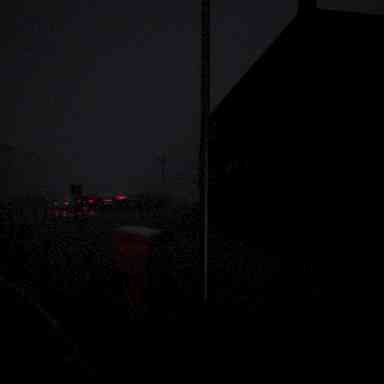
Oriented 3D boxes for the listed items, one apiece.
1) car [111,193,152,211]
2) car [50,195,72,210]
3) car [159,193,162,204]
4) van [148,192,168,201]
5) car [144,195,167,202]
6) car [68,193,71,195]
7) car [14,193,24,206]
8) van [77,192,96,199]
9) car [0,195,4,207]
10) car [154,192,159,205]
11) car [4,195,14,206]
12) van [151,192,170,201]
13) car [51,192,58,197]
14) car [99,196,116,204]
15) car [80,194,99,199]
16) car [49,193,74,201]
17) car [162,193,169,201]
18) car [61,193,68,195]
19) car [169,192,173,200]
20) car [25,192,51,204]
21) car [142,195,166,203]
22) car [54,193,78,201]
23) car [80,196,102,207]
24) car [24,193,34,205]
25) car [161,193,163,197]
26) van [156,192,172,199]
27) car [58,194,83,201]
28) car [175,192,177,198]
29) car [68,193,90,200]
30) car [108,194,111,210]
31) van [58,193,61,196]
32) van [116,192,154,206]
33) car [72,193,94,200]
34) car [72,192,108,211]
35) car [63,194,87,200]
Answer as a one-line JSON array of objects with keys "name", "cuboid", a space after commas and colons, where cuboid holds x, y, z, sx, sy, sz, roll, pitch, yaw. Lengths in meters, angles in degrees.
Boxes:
[{"name": "car", "cuboid": [-8.049, 1.406, 44.667, 4.553, 1.767, 2.185, 1, 0, 0]}, {"name": "car", "cuboid": [-15.752, 1.509, 42.017, 1.812, 1.442, 4.674, 1, 0, 1]}, {"name": "car", "cuboid": [-8.010, 1.477, 55.916, 5.008, 1.535, 2.097, 1, 0, 0]}, {"name": "van", "cuboid": [-7.967, 1.124, 78.024, 4.442, 1.987, 1.878, 1, 0, 0]}, {"name": "car", "cuboid": [-7.894, 1.417, 72.466, 4.674, 1.452, 2.002, 1, 0, 0]}, {"name": "car", "cuboid": [-28.121, 1.086, 68.775, 4.553, 1.767, 2.185, 1, 0, 0]}, {"name": "car", "cuboid": [-28.175, 1.192, 49.470, 4.553, 1.767, 2.185, 1, 0, 0]}, {"name": "van", "cuboid": [-27.853, 0.916, 88.197, 4.442, 1.987, 1.878, 1, 0, 0]}, {"name": "car", "cuboid": [-28.247, 1.336, 43.958, 5.008, 1.535, 2.097, 1, 0, 0]}, {"name": "car", "cuboid": [-7.992, 1.370, 53.011, 4.553, 1.767, 2.185, 1, 0, 0]}, {"name": "car", "cuboid": [-28.222, 1.367, 46.713, 4.674, 1.452, 2.002, 1, 0, 0]}, {"name": "van", "cuboid": [-7.715, 1.115, 80.800, 4.442, 1.987, 1.878, 1, 0, 0]}, {"name": "car", "cuboid": [-27.956, 1.257, 60.503, 5.366, 1.575, 1.946, 1, 0, 0]}, {"name": "car", "cuboid": [-15.675, 1.489, 61.719, 1.895, 1.301, 4.718, 1, 0, 0]}, {"name": "car", "cuboid": [-27.955, 1.175, 90.831, 4.674, 1.452, 2.002, 1, 0, 0]}, {"name": "car", "cuboid": [-28.104, 1.073, 71.532, 4.553, 1.767, 2.185, 1, 0, 0]}, {"name": "car", "cuboid": [-7.763, 1.423, 64.127, 5.366, 1.575, 1.946, 1, 0, 0]}, {"name": "car", "cuboid": [-28.113, 1.227, 66.019, 5.008, 1.535, 2.097, 1, 0, 0]}, {"name": "car", "cuboid": [-7.841, 1.113, 75.243, 5.566, 2.045, 2.435, 1, 0, 0]}, {"name": "car", "cuboid": [-28.184, 1.022, 57.745, 5.566, 2.045, 2.435, 1, 0, 0]}, {"name": "car", "cuboid": [-7.913, 1.432, 69.751, 4.674, 1.452, 2.002, 1, 0, 0]}, {"name": "car", "cuboid": [-28.025, 1.061, 74.290, 4.553, 1.767, 2.185, 1, 0, 0]}, {"name": "car", "cuboid": [-15.696, 1.456, 51.960, 1.837, 1.490, 4.892, 1, 0, 0]}, {"name": "car", "cuboid": [-28.197, 1.307, 52.233, 4.892, 1.521, 2.231, 1, 0, 0]}, {"name": "car", "cuboid": [-7.980, 1.461, 58.570, 4.892, 1.521, 2.231, 1, 0, 0]}, {"name": "van", "cuboid": [-7.853, 1.073, 94.697, 4.442, 1.987, 1.878, 1, 0, 0]}, {"name": "car", "cuboid": [-28.034, 1.176, 77.047, 4.892, 1.521, 2.231, 1, 0, 0]}, {"name": "car", "cuboid": [-7.784, 1.054, 91.919, 5.566, 2.045, 2.435, 1, 0, 0]}, {"name": "car", "cuboid": [-28.001, 1.157, 82.561, 4.892, 1.521, 2.231, 1, 0, 0]}, {"name": "car", "cuboid": [-12.697, 1.469, 52.235, 2.128, 1.511, 4.902, 1, 0, 1]}, {"name": "van", "cuboid": [-28.005, 1.017, 63.259, 4.442, 1.987, 1.878, 1, 0, 0]}, {"name": "van", "cuboid": [-8.176, 1.298, 47.576, 4.442, 1.987, 1.878, 1, 0, 0]}, {"name": "car", "cuboid": [-27.984, 1.149, 85.317, 4.892, 1.521, 2.231, 1, 0, 0]}, {"name": "car", "cuboid": [-12.758, 1.233, 41.976, 2.150, 2.045, 5.566, 1, 0, 1]}, {"name": "car", "cuboid": [-28.018, 1.166, 79.804, 4.892, 1.521, 2.231, 1, 0, 0]}]
